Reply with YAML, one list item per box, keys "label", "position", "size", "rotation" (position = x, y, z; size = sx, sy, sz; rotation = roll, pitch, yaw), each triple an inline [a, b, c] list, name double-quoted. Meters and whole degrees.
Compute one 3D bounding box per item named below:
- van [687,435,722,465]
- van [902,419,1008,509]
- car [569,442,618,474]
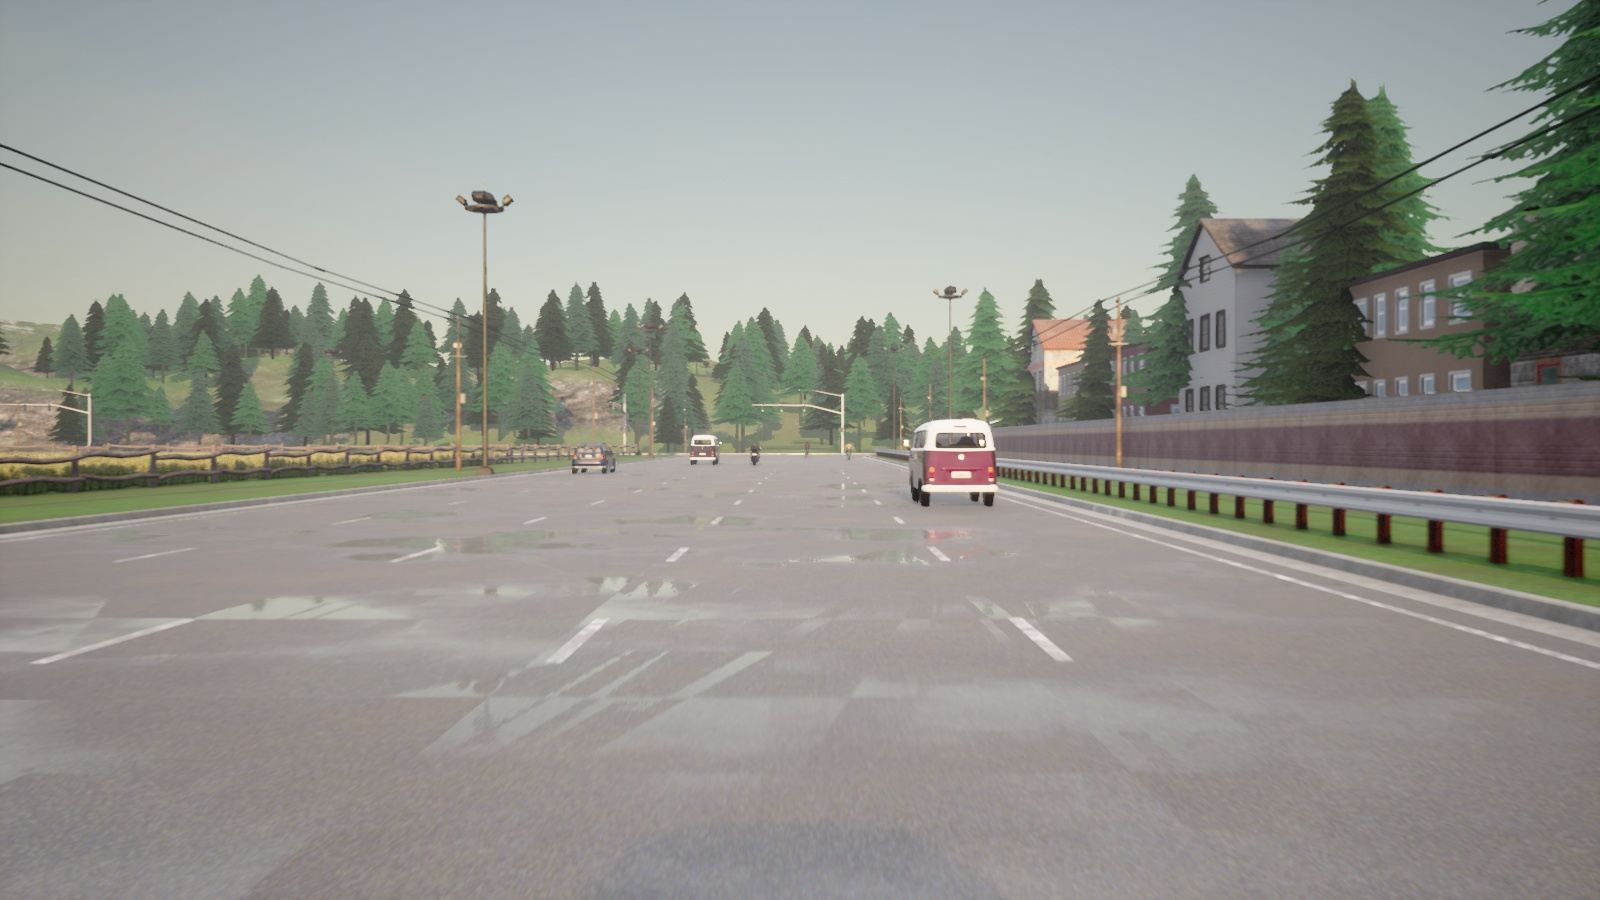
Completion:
- label: "van"
  position: [-6.499, -0.019, 85.910]
  size: [2.069, 2.038, 4.480]
  rotation: [0, 0, 0]
- label: "van"
  position: [3.689, 0.300, 30.670]
  size: [2.069, 2.038, 4.480]
  rotation: [0, 0, 0]
- label: "car"
  position: [-10.136, 0.371, 61.811]
  size: [1.789, 1.549, 3.705]
  rotation: [0, 1, 0]
